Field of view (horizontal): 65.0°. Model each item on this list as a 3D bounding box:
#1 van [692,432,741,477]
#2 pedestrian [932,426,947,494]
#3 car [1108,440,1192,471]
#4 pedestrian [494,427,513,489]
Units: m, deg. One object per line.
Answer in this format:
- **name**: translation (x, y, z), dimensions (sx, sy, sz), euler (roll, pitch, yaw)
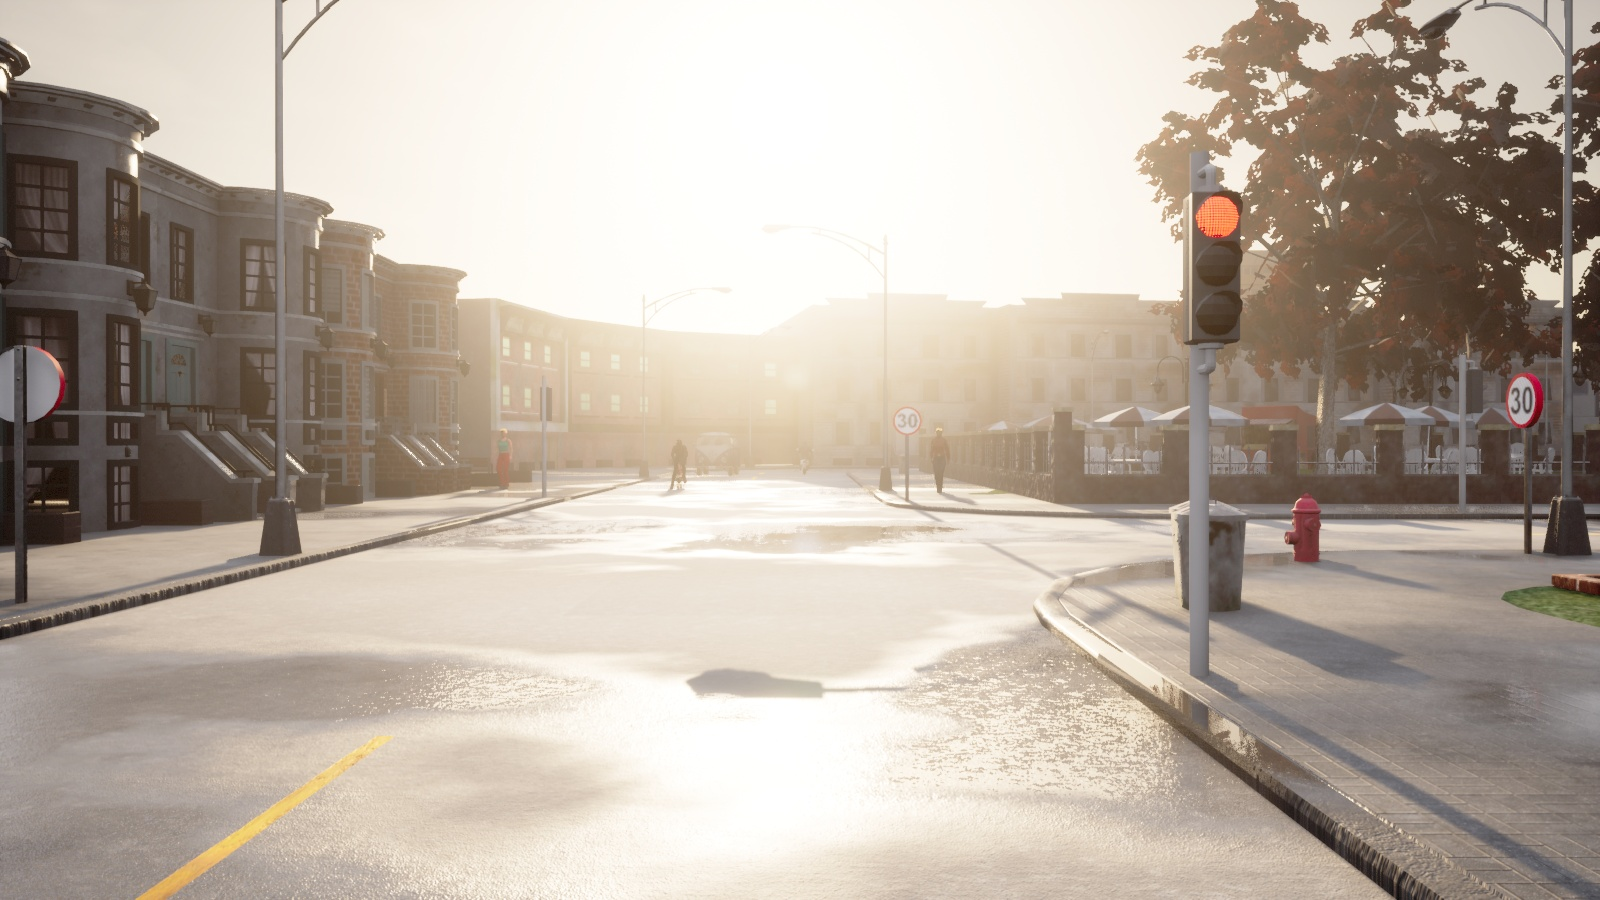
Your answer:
- **van**: translation (-3.791, 0.170, 57.798), dimensions (1.775, 1.987, 4.442), euler (0, 0, 2)
- **pedestrian**: translation (3.823, 0.265, 34.407), dimensions (0.331, 1.846, 0.636), euler (0, 0, 15)
- **car**: translation (18.784, 0.279, 67.539), dimensions (3.988, 1.617, 1.851), euler (0, 0, 0)
- **pedestrian**: translation (-8.892, 0.235, 37.687), dimensions (0.345, 1.836, 0.594), euler (0, 0, 12)
